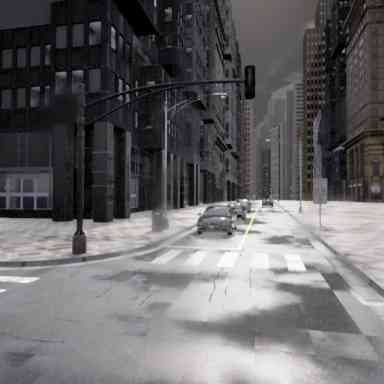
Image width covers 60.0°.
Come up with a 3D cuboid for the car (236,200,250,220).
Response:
[{"bbox_3d":[3.674,1.635,28.878,1.994,1.385,4.181,0,0,13],"label":"car"}]

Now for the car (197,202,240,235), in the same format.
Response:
[{"bbox_3d":[1.527,1.543,19.155,1.837,1.490,4.892,0,0,12],"label":"car"}]

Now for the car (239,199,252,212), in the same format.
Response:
[{"bbox_3d":[5.932,1.608,38.893,2.128,1.511,4.902,0,0,13],"label":"car"}]

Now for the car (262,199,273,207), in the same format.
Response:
[{"bbox_3d":[13.088,1.834,57.545,1.895,1.301,4.718,0,-1,12],"label":"car"}]
